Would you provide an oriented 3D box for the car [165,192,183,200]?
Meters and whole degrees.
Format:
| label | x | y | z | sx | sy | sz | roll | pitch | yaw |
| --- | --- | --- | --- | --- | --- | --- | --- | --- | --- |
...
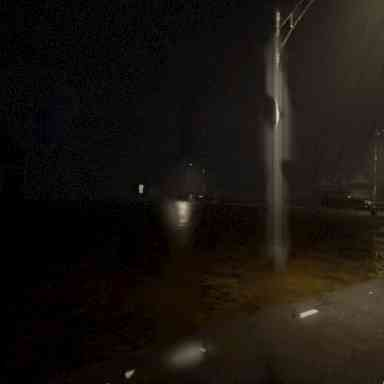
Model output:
| label | x | y | z | sx | sy | sz | roll | pitch | yaw |
| --- | --- | --- | --- | --- | --- | --- | --- | --- | --- |
| car | -3.437 | 0.664 | 64.467 | 1.882 | 1.535 | 5.008 | 2 | -1 | -35 |

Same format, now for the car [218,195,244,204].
| label | x | y | z | sx | sy | sz | roll | pitch | yaw |
| --- | --- | --- | --- | --- | --- | --- | --- | --- | --- |
| car | 5.964 | 1.155 | 51.042 | 1.994 | 1.385 | 4.181 | 2 | -1 | -35 |

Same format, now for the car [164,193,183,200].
| label | x | y | z | sx | sy | sz | roll | pitch | yaw |
| --- | --- | --- | --- | --- | --- | --- | --- | --- | --- |
| car | -3.983 | 0.959 | 71.271 | 1.895 | 1.301 | 4.718 | 2 | -1 | -35 |

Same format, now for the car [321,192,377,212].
| label | x | y | z | sx | sy | sz | roll | pitch | yaw |
| --- | --- | --- | --- | --- | --- | --- | --- | --- | --- |
| car | 16.741 | 1.015 | 35.855 | 2.150 | 2.045 | 5.566 | 2 | 0 | -35 |

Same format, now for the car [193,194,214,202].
| label | x | y | z | sx | sy | sz | roll | pitch | yaw |
| --- | --- | --- | --- | --- | --- | --- | --- | --- | --- |
| car | 2.063 | 1.102 | 62.748 | 1.837 | 1.490 | 4.892 | 2 | -1 | -35 |
